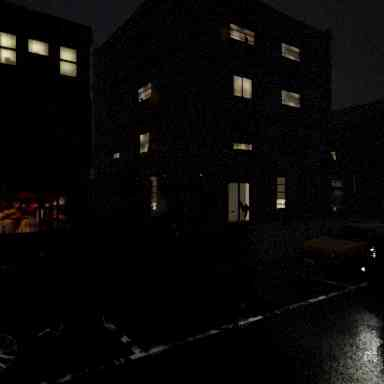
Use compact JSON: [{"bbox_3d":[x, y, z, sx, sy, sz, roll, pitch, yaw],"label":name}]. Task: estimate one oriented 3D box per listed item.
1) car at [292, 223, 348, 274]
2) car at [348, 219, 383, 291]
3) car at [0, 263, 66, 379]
[{"bbox_3d":[5.048,1.524,10.170,4.829,1.417,1.752,0,0,-36],"label":"car"},{"bbox_3d":[6.287,1.221,7.869,5.566,2.045,2.150,0,0,-36],"label":"car"},{"bbox_3d":[-3.804,1.551,3.848,4.403,1.369,2.008,0,0,-36],"label":"car"}]
